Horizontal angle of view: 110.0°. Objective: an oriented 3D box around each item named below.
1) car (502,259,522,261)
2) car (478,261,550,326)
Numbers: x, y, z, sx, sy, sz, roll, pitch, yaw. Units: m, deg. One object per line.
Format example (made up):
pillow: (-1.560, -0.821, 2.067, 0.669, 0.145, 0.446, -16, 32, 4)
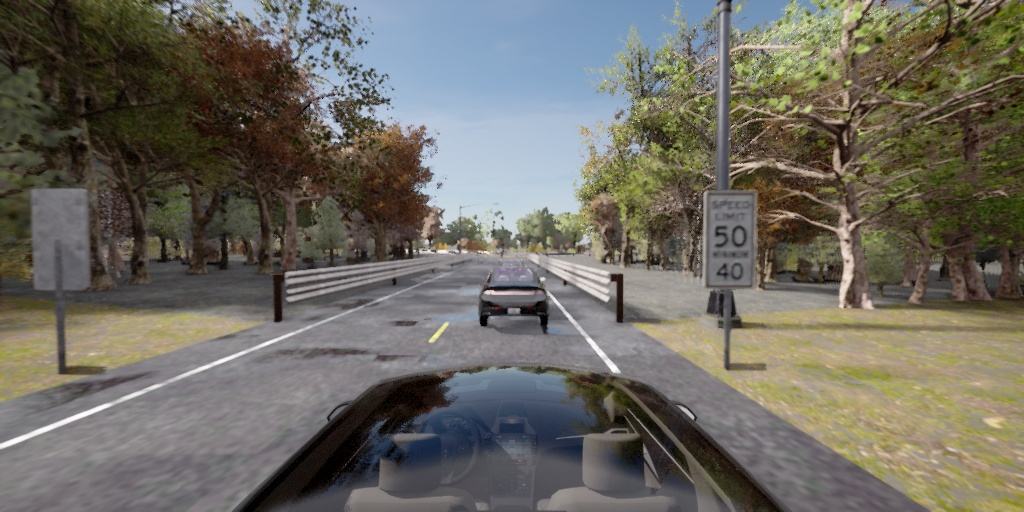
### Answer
car: (-0.002, 0.878, 26.725, 1.895, 1.301, 4.718, 0, 1, 0)
car: (0.047, 1.064, 10.931, 2.128, 1.511, 4.902, 0, 1, 0)
